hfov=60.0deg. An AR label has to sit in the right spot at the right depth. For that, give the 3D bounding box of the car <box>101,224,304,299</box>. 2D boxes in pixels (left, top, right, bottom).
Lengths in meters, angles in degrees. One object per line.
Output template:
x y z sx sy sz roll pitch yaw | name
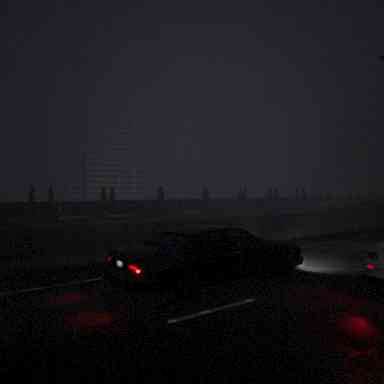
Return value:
0.512 1.549 8.443 5.357 1.411 2.033 0 0 -36 | car

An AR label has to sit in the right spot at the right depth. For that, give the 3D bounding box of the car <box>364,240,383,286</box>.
5.982 1.519 8.080 4.674 1.442 1.812 0 0 -36 | car

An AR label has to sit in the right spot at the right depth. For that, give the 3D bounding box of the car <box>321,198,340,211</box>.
14.776 1.512 31.908 4.674 1.442 1.812 0 0 -36 | car

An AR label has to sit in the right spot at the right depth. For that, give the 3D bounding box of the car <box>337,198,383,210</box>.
14.405 1.463 27.327 5.008 1.535 1.882 0 0 -36 | car
